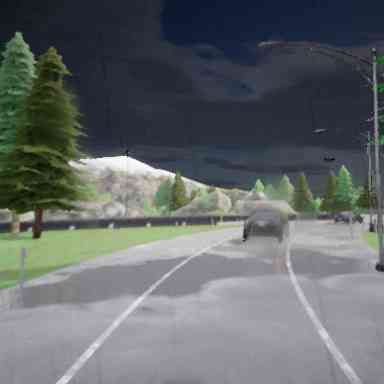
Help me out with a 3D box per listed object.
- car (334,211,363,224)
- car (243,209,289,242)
[{"bbox_3d":[18.068,2.879,38.320,4.674,1.442,1.812,2,-4,-42],"label":"car"},{"bbox_3d":[4.359,1.774,19.110,2.097,1.767,4.553,-1,-2,21],"label":"car"}]
